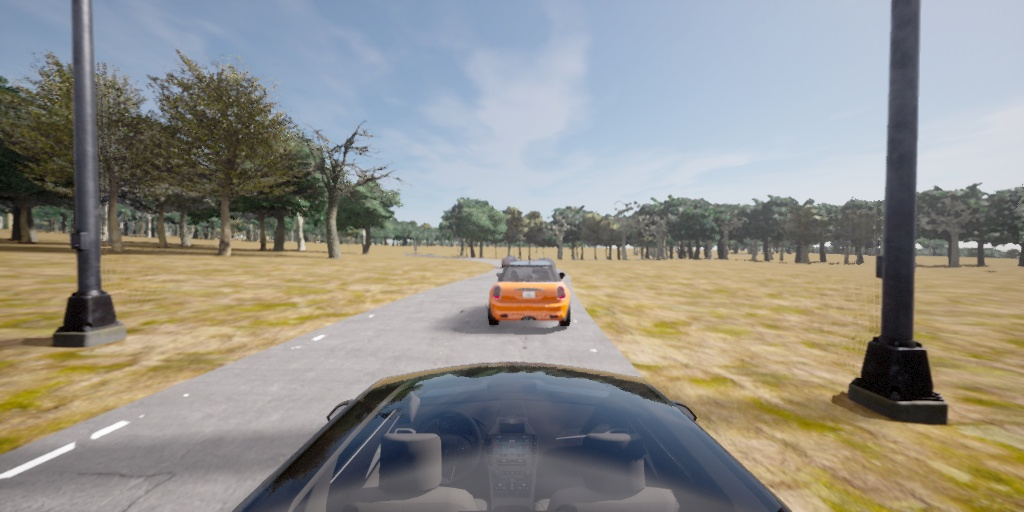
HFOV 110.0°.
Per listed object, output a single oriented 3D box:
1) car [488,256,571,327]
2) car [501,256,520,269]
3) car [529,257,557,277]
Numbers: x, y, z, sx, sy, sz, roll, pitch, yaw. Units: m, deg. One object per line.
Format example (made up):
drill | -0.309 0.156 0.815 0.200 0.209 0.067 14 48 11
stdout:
car | 0.558 0.892 10.797 2.097 1.767 4.553 0 2 4
car | -0.200 0.669 40.730 1.994 1.385 4.181 0 1 -1
car | 2.541 0.803 29.012 2.033 1.411 5.357 0 1 6
